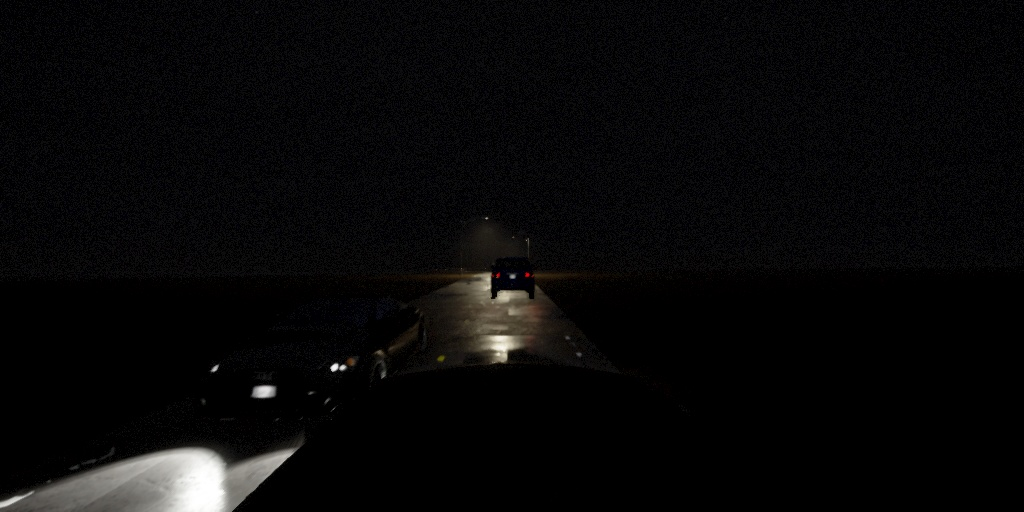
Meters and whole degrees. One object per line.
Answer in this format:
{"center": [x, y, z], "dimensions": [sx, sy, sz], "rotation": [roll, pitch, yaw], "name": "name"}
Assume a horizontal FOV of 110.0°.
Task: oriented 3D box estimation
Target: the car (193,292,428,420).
{"center": [-2.762, 1.328, 5.979], "dimensions": [1.994, 1.385, 4.181], "rotation": [0, 0, 0], "name": "car"}

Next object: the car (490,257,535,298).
{"center": [0.028, 1.059, 19.252], "dimensions": [2.150, 2.045, 5.566], "rotation": [0, 0, 0], "name": "car"}
